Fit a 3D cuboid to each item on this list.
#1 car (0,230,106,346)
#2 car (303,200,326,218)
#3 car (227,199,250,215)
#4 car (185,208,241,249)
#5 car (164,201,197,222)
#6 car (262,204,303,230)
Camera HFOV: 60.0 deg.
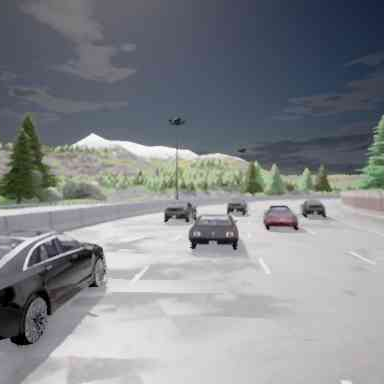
[{"bbox_3d":[-3.119,1.477,6.327,2.128,1.511,4.902,0,0,3],"label":"car"},{"bbox_3d":[11.031,1.499,30.491,1.837,1.490,4.892,0,0,14],"label":"car"},{"bbox_3d":[4.719,1.479,34.025,1.837,1.490,4.892,0,0,14],"label":"car"},{"bbox_3d":[1.035,1.587,14.471,1.895,1.301,4.718,0,0,6],"label":"car"},{"bbox_3d":[-0.799,1.475,25.494,1.837,1.490,4.892,0,0,10],"label":"car"},{"bbox_3d":[5.581,1.555,21.343,1.994,1.385,4.181,0,0,9],"label":"car"}]
